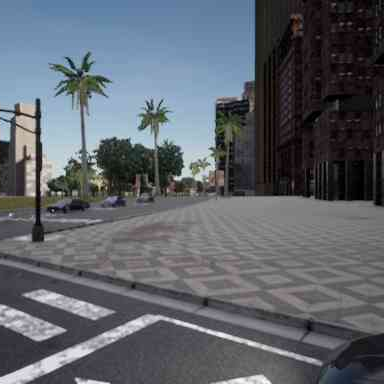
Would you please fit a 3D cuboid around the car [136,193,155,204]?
[{"bbox_3d":[-7.831,0.989,55.783,2.097,1.767,4.553,0,1,11],"label":"car"}]

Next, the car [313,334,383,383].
[{"bbox_3d":[3.068,1.504,1.522,4.892,1.490,1.837,0,0,34],"label":"car"}]

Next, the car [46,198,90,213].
[{"bbox_3d":[-12.579,1.374,34.268,2.033,1.411,5.357,0,0,14],"label":"car"}]

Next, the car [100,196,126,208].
[{"bbox_3d":[-10.278,1.268,44.024,1.812,1.442,4.674,0,0,13],"label":"car"}]
